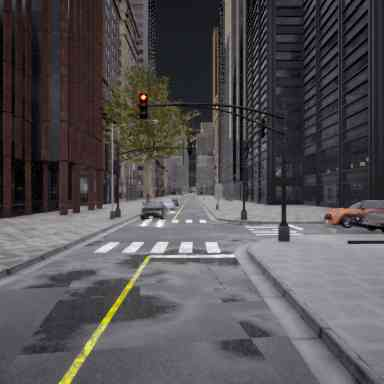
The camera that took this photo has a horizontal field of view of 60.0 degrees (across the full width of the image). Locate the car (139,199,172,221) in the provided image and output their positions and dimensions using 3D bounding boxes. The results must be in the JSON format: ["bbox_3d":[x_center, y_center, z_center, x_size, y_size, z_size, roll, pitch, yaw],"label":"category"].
[{"bbox_3d":[-3.086,1.552,27.659,2.033,1.411,5.357,0,0,0],"label":"car"}]

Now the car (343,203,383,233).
[{"bbox_3d":[11.534,1.491,18.108,5.357,1.411,2.033,0,0,0],"label":"car"}]

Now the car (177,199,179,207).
[{"bbox_3d":[-3.064,1.578,53.006,2.033,1.411,5.357,0,0,0],"label":"car"}]

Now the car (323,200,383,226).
[{"bbox_3d":[10.855,1.311,21.207,4.553,1.767,2.097,0,0,0],"label":"car"}]

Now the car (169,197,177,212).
[{"bbox_3d":[-3.075,1.536,40.052,1.812,1.442,4.674,0,0,0],"label":"car"}]
